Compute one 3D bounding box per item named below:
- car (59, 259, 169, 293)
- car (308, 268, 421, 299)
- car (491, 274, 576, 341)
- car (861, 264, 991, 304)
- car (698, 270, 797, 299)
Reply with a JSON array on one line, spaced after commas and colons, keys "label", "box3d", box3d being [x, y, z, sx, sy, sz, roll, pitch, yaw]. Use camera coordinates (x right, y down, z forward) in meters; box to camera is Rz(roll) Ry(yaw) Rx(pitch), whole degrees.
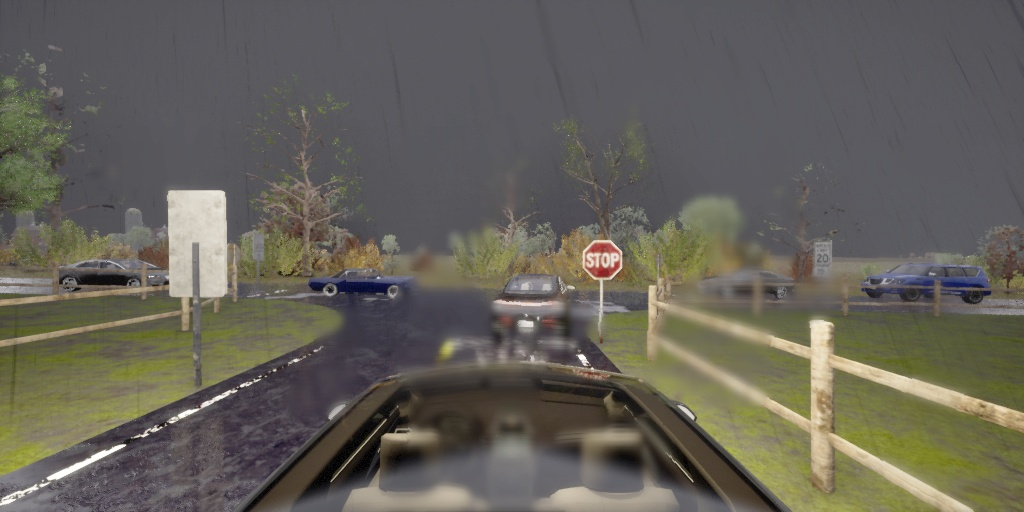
[{"label": "car", "box3d": [-18.490, 0.885, 17.020, 4.902, 1.511, 2.128, 1, 1, 0]}, {"label": "car", "box3d": [-6.823, 1.248, 17.004, 4.718, 1.301, 1.895, 1, 1, 0]}, {"label": "car", "box3d": [0.706, 1.240, 9.973, 2.128, 1.511, 4.902, 0, 0, 9]}, {"label": "car", "box3d": [22.899, 1.466, 19.922, 5.566, 2.045, 2.150, 1, 1, 0]}, {"label": "car", "box3d": [13.003, 1.525, 19.932, 4.902, 1.511, 2.128, 1, 1, 0]}]
